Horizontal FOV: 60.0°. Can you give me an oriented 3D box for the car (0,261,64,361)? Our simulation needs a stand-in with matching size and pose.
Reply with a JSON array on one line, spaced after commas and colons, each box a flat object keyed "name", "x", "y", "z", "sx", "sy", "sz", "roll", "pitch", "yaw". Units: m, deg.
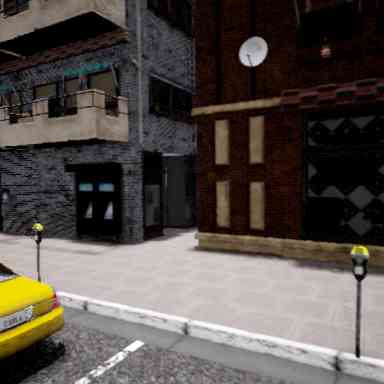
[{"name": "car", "x": -4.033, "y": 1.409, "z": 4.882, "sx": 4.829, "sy": 1.417, "sz": 1.752, "roll": 0, "pitch": 3, "yaw": 29}]
